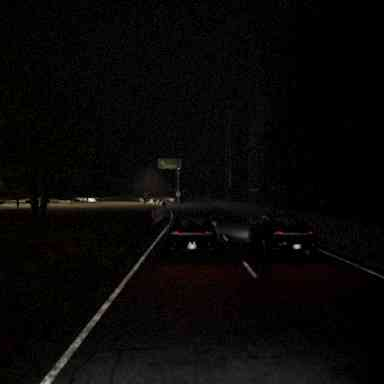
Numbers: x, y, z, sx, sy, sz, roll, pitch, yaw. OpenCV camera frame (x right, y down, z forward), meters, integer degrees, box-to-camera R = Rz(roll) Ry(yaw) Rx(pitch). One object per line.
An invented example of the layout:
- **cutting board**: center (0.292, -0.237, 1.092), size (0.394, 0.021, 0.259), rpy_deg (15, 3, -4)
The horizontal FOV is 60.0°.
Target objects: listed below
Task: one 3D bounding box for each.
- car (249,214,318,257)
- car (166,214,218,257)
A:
- **car**: center (3.512, 1.626, 13.508), size (2.128, 1.511, 4.902), rpy_deg (0, 0, 0)
- **car**: center (0.013, 1.626, 13.506), size (2.128, 1.511, 4.902), rpy_deg (0, 0, 0)
